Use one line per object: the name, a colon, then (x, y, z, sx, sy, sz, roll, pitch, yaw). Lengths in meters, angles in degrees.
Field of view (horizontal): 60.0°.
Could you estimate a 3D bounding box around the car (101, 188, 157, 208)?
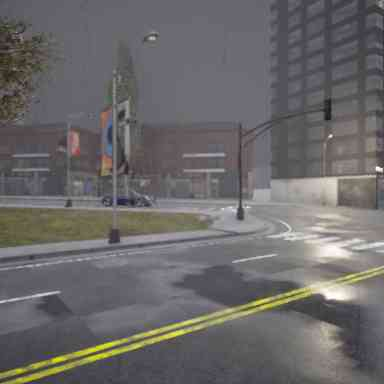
car: (-5.354, 0.473, 28.611, 4.553, 1.767, 2.097, 1, 0, 11)
